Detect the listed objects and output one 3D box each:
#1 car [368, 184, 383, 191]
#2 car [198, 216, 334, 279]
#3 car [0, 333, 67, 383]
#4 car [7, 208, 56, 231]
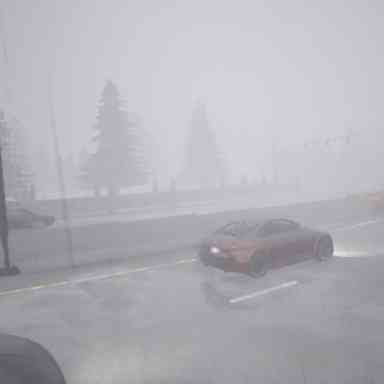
[{"bbox_3d":[17.063,-0.026,28.875,4.718,1.301,1.895,-5,3,-35],"label":"car"},{"bbox_3d":[2.219,1.379,9.623,4.181,1.385,1.994,-3,2,-35],"label":"car"},{"bbox_3d":[-3.110,1.519,1.528,4.892,1.490,1.837,0,0,-35],"label":"car"},{"bbox_3d":[-10.162,1.566,18.237,4.718,1.301,1.895,-1,1,-35],"label":"car"}]
